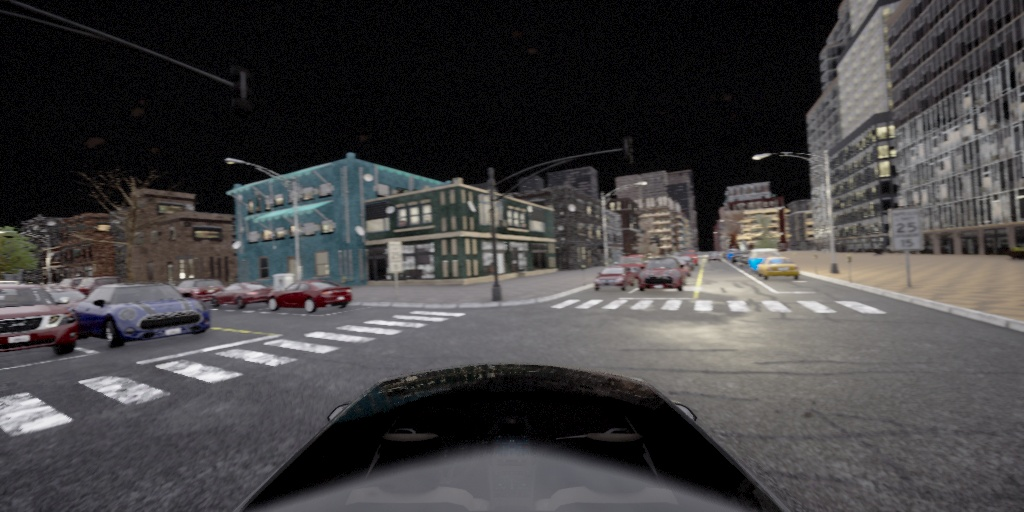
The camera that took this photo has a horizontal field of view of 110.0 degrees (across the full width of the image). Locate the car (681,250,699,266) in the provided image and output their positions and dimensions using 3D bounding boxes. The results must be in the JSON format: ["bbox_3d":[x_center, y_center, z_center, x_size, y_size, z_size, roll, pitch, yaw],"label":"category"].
[{"bbox_3d":[22.721,0.258,46.177,2.150,2.045,5.566,-3,-1,29],"label":"car"}]

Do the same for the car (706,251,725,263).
[{"bbox_3d":[30.687,0.252,54.445,2.033,1.411,5.357,-3,-1,28],"label":"car"}]

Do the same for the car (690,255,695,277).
[{"bbox_3d":[12.850,0.923,28.018,1.994,1.385,4.181,-3,-1,29],"label":"car"}]

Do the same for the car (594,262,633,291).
[{"bbox_3d":[6.038,1.225,20.792,1.802,1.307,4.207,0,0,28],"label":"car"}]

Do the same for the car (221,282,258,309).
[{"bbox_3d":[-14.291,2.052,19.203,4.207,1.307,1.802,0,0,28],"label":"car"}]

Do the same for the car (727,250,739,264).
[{"bbox_3d":[29.250,0.253,46.090,1.948,1.339,4.313,0,0,28],"label":"car"}]

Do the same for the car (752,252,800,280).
[{"bbox_3d":[16.118,0.642,21.834,1.751,1.417,4.829,0,0,28],"label":"car"}]

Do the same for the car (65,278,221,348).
[{"bbox_3d":[-11.544,1.632,11.189,4.553,1.767,2.097,-3,-1,28],"label":"car"}]

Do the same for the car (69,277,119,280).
[{"bbox_3d":[-33.926,2.674,29.494,5.009,1.841,2.192,0,0,28],"label":"car"}]

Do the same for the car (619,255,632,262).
[{"bbox_3d":[8.680,0.871,25.673,2.192,1.841,5.009,0,0,28],"label":"car"}]

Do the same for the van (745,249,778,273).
[{"bbox_3d":[18.680,0.372,26.566,1.690,1.789,3.998,0,0,28],"label":"van"}]

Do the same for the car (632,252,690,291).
[{"bbox_3d":[8.121,0.865,19.303,2.097,1.767,4.553,-3,-1,29],"label":"car"}]

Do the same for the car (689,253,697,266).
[{"bbox_3d":[17.656,0.728,36.879,1.812,1.442,4.674,-3,-1,29],"label":"car"}]

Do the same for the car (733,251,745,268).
[{"bbox_3d":[23.964,0.409,36.328,2.007,1.370,4.403,0,0,28],"label":"car"}]

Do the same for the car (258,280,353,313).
[{"bbox_3d":[-9.383,1.792,16.631,4.507,1.381,1.888,0,0,28],"label":"car"}]

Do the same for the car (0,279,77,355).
[{"bbox_3d":[-13.270,1.645,9.207,5.009,1.841,2.192,0,0,28],"label":"car"}]

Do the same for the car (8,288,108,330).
[{"bbox_3d":[-19.592,2.172,15.433,4.674,1.442,1.812,-3,-1,28],"label":"car"}]
